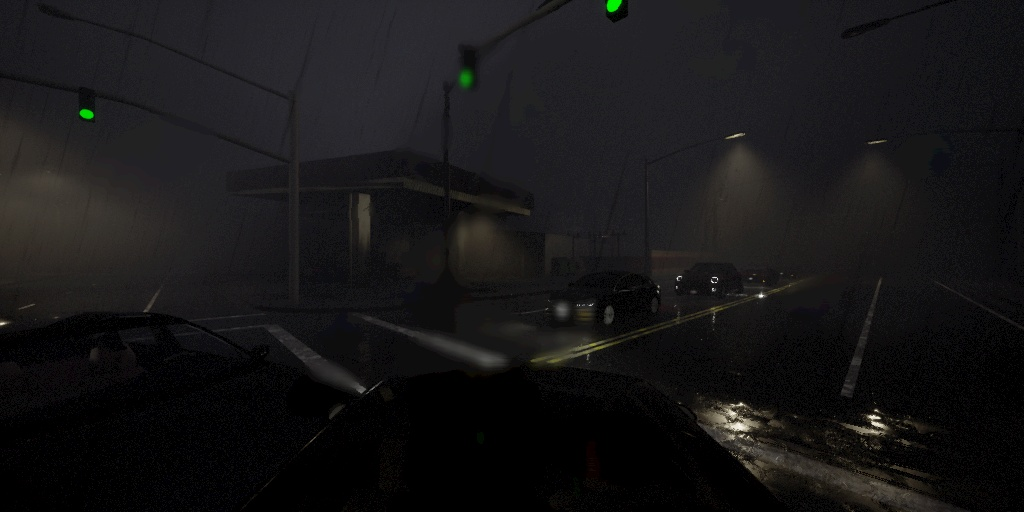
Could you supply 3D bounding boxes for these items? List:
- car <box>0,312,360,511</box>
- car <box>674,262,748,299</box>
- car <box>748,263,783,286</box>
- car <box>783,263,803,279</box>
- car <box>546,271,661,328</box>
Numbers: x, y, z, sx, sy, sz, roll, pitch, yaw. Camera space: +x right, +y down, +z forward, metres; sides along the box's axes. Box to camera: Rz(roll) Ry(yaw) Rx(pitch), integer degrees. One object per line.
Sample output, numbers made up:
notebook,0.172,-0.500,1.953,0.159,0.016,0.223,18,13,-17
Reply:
car,-3.365,1.242,2.751,4.902,1.511,2.128,0,0,16
car,10.114,1.102,18.329,4.553,1.767,2.097,0,0,-44
car,17.188,1.314,25.089,4.181,1.385,1.994,0,0,-45
car,24.471,1.314,31.987,4.181,1.385,1.994,0,0,-43
car,3.129,1.255,11.632,4.892,1.490,1.837,0,0,-44
